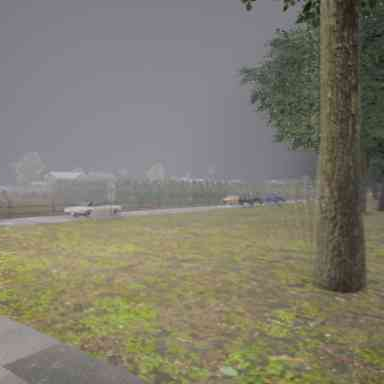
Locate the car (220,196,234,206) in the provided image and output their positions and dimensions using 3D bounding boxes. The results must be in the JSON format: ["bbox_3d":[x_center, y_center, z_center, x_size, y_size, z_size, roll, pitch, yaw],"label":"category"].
[{"bbox_3d":[6.397,1.350,53.596,1.882,1.535,5.008,-1,-1,36],"label":"car"}]

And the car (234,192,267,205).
[{"bbox_3d":[9.317,1.051,52.800,2.150,2.045,5.566,-1,0,35],"label":"car"}]

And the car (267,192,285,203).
[{"bbox_3d":[15.418,1.031,61.576,2.150,2.045,5.566,-1,0,35],"label":"car"}]

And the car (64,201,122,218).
[{"bbox_3d":[-8.150,1.447,27.990,1.895,1.301,4.718,-1,-1,35],"label":"car"}]
